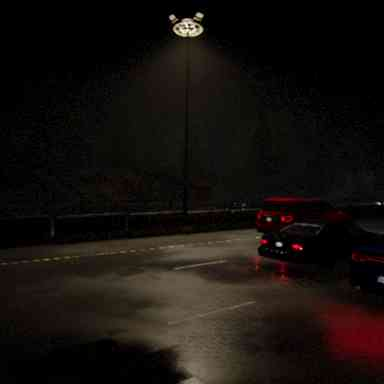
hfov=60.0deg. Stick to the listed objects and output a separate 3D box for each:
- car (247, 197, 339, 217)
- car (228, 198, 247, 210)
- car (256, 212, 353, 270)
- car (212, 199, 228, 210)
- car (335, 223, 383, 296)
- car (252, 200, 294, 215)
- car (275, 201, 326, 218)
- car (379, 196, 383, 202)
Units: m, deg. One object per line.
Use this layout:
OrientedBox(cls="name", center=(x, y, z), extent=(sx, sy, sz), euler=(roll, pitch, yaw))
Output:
OrientedBox(cls="car", center=(5.619, 1.325, 16.350), extent=(5.566, 2.045, 2.150), euler=(0, 0, -35))
OrientedBox(cls="car", center=(6.925, 1.487, 39.029), extent=(4.553, 1.767, 2.097), euler=(0, 0, -35))
OrientedBox(cls="car", center=(4.638, 1.630, 11.363), extent=(5.357, 1.411, 2.033), euler=(0, 0, -35))
OrientedBox(cls="car", center=(4.784, 1.640, 41.801), extent=(4.892, 1.490, 1.837), euler=(0, 0, -35))
OrientedBox(cls="car", center=(5.728, 1.552, 7.848), extent=(5.008, 1.535, 1.882), euler=(0, 0, -35))
OrientedBox(cls="car", center=(8.869, 1.661, 36.118), extent=(4.674, 1.442, 1.812), euler=(0, 0, -35))
OrientedBox(cls="car", center=(10.901, 1.683, 33.271), extent=(5.357, 1.411, 2.033), euler=(0, 0, -36))
OrientedBox(cls="car", center=(38.928, 1.321, 66.051), extent=(4.902, 1.511, 2.128), euler=(-1, 1, -36))
